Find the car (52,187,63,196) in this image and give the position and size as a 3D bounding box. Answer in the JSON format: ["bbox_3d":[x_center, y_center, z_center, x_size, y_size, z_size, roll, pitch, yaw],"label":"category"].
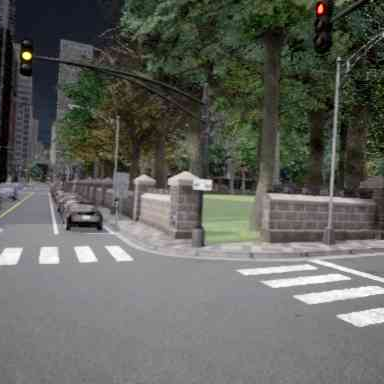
[{"bbox_3d":[-25.284,-0.156,62.401,1.752,1.417,4.829,3,0,-24],"label":"car"}]

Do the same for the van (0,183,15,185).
[{"bbox_3d":[-33.018,-0.750,58.858,1.690,1.788,3.998,3,0,-24],"label":"van"}]

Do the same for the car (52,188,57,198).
[{"bbox_3d":[-14.421,0.630,37.398,1.802,1.307,4.206,3,0,-24],"label":"car"}]

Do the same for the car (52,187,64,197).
[{"bbox_3d":[-23.124,-0.010,57.432,1.752,1.417,4.829,3,0,-24],"label":"car"}]

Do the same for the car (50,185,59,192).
[{"bbox_3d":[-36.009,-0.975,87.092,1.967,1.590,4.097,3,0,-24],"label":"car"}]

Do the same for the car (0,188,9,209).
[{"bbox_3d":[-15.173,0.613,24.505,2.033,1.411,5.357,3,0,-23],"label":"car"}]

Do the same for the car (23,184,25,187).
[{"bbox_3d":[-43.759,-1.300,83.550,1.752,1.417,4.829,3,0,-24],"label":"car"}]

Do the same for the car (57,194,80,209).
[{"bbox_3d":[-7.941,1.054,22.490,1.802,1.307,4.206,3,0,-24],"label":"car"}]

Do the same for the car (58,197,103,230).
[{"bbox_3d":[-5.781,1.178,17.521,1.947,1.339,4.313,3,0,-24],"label":"car"}]

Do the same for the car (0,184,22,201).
[{"bbox_3d":[-21.033,0.206,38.075,1.812,1.442,4.674,3,1,-23],"label":"car"}]

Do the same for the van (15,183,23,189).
[{"bbox_3d":[-41.656,-1.340,78.736,1.690,1.788,3.998,3,0,-24],"label":"van"}]

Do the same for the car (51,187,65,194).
[{"bbox_3d":[-16.578,0.449,42.368,1.887,1.381,4.507,3,0,-24],"label":"car"}]

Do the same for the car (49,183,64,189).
[{"bbox_3d":[-20.885,-0.069,52.306,2.192,1.841,5.009,3,0,-24],"label":"car"}]

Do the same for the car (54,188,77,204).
[{"bbox_3d":[-10.093,0.772,27.459,1.967,1.590,4.097,3,0,-24],"label":"car"}]

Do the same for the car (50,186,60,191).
[{"bbox_3d":[-18.739,0.326,47.337,1.947,1.339,4.313,3,0,-24],"label":"car"}]
